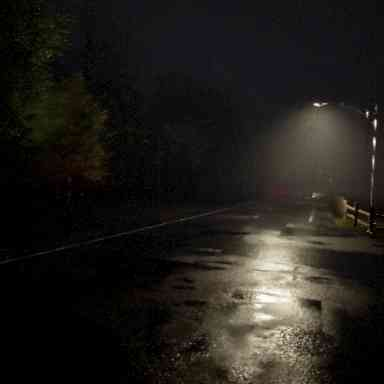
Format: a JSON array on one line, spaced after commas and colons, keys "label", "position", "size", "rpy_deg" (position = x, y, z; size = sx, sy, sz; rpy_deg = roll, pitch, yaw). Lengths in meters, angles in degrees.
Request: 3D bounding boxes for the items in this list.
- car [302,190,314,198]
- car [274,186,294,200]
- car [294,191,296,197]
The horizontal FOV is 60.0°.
[{"label": "car", "position": [22.417, 0.388, 64.359], "size": [1.837, 1.490, 4.892], "rpy_deg": [3, 2, 21]}, {"label": "car", "position": [14.610, 0.147, 53.557], "size": [2.150, 2.045, 5.566], "rpy_deg": [3, 1, 21]}, {"label": "car", "position": [19.513, 0.076, 66.523], "size": [2.097, 1.767, 4.553], "rpy_deg": [3, 2, 21]}]
